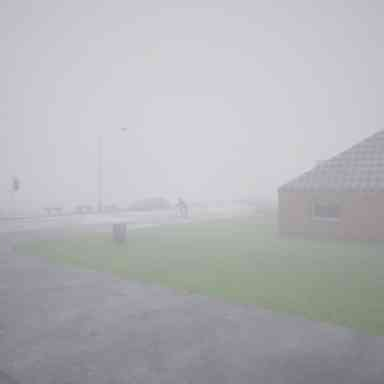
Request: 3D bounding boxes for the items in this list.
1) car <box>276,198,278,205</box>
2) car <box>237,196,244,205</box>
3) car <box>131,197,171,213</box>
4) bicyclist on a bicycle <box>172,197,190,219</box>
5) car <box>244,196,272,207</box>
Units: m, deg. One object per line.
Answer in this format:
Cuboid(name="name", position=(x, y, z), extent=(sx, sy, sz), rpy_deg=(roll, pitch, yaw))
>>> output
Cuboid(name="car", position=(15.493, 1.340, 55.300), extent=(2.128, 1.511, 4.902), rpy_deg=(1, 0, 35))
Cuboid(name="car", position=(8.803, 1.342, 52.819), extent=(1.812, 1.442, 4.674), rpy_deg=(1, 0, 36))
Cuboid(name="car", position=(-4.195, 1.319, 34.716), extent=(1.837, 1.490, 4.892), rpy_deg=(1, 0, 35))
Cuboid(name="bicyclist on a bicycle", position=(-0.842, 1.230, 24.947), extent=(1.656, 1.620, 0.582), rpy_deg=(0, 0, 35))
Cuboid(name="car", position=(9.586, 1.353, 46.925), extent=(1.837, 1.490, 4.892), rpy_deg=(1, 0, 36))
